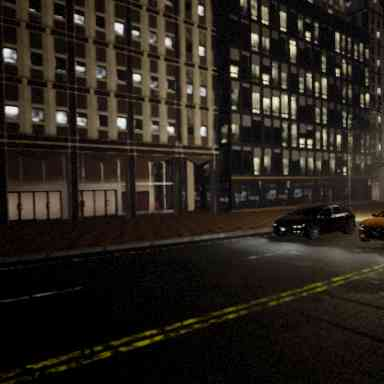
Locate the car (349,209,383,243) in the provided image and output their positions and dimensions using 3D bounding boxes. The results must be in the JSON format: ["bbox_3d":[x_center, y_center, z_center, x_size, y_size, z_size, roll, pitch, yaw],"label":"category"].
[{"bbox_3d":[9.019,1.316,14.108,5.008,1.535,1.882,-1,0,-35],"label":"car"}]

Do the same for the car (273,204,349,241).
[{"bbox_3d":[5.933,1.358,15.899,4.892,1.490,1.837,-1,0,-35],"label":"car"}]
